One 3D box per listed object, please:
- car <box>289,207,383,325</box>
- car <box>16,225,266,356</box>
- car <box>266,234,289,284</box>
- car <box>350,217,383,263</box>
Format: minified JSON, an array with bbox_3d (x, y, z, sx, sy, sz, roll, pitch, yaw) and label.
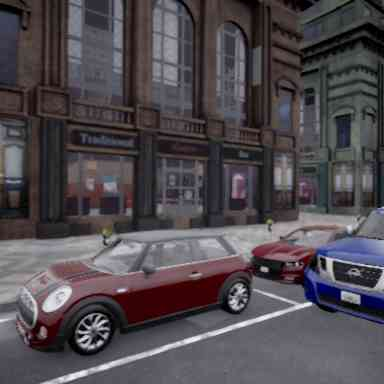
[{"bbox_3d":[4.665,1.280,6.697,5.566,2.045,2.150,1,0,-36],"label":"car"},{"bbox_3d":[-0.873,1.460,6.023,4.097,1.590,1.967,1,0,-35],"label":"car"},{"bbox_3d":[3.557,1.607,9.181,4.507,1.381,1.887,1,0,-35],"label":"car"},{"bbox_3d":[7.987,1.672,12.340,4.313,1.339,1.947,1,0,-35],"label":"car"}]
